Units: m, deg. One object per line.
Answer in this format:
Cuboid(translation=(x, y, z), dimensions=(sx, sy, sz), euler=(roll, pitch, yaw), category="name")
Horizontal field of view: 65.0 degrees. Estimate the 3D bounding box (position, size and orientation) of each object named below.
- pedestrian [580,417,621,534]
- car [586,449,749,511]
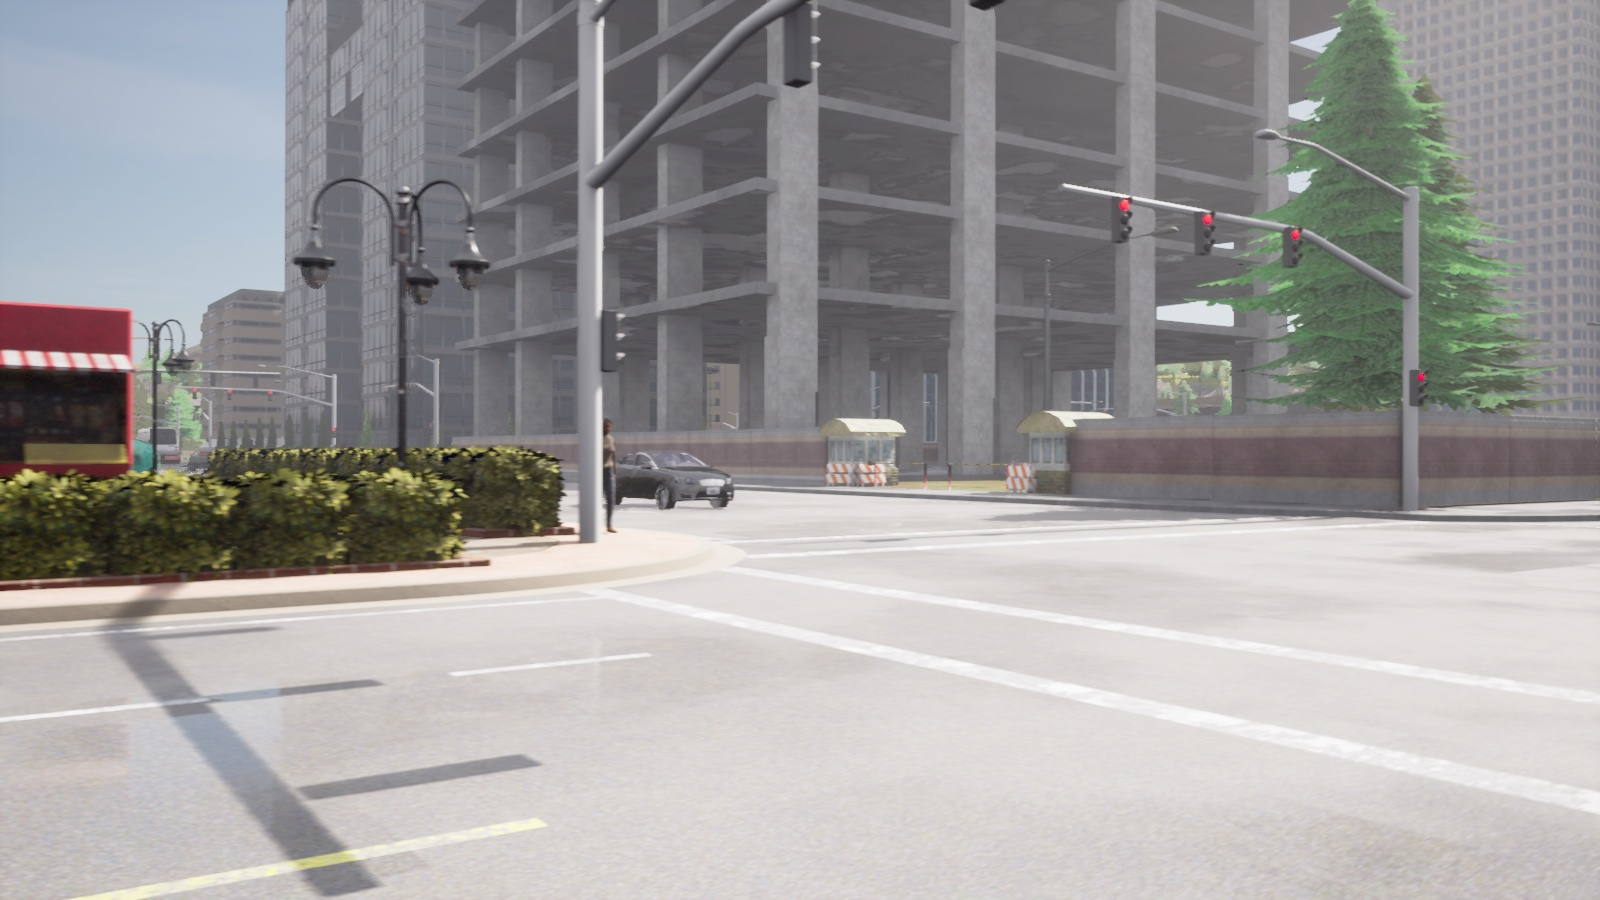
Cuboid(translation=(-3.165, 0.399, 19.898), dimensions=(0.328, 1.805, 0.869), euler=(0, 0, -33), category="pedestrian")
Cuboid(translation=(-3.575, 0.734, 32.966), dimensions=(2.128, 1.511, 4.902), euler=(0, 0, -35), category="car")
